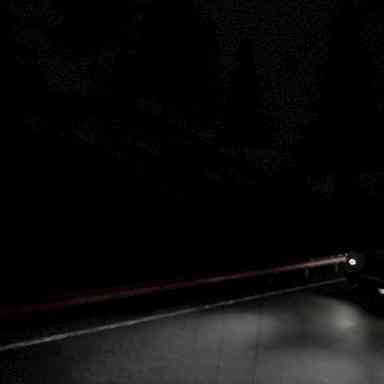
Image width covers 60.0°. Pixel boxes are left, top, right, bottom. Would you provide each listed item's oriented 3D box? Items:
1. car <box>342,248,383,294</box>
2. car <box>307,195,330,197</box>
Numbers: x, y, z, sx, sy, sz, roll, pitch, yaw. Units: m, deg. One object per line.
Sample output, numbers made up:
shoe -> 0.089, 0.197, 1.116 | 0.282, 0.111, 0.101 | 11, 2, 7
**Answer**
car -> 5.412, 1.504, 7.085 | 4.718, 1.301, 1.895 | 0, 2, -30
car -> 22.313, 0.694, 56.614 | 1.895, 1.301, 4.718 | 0, 2, -30
